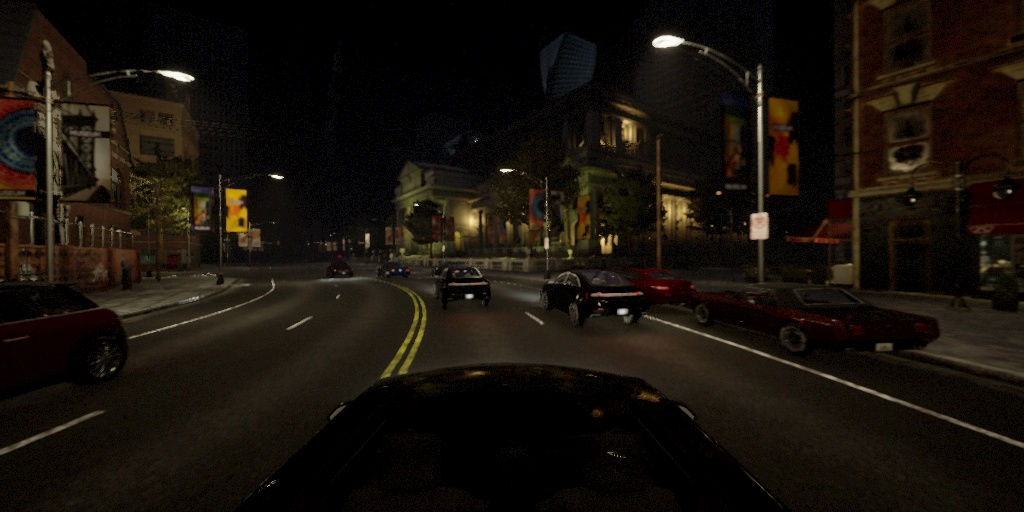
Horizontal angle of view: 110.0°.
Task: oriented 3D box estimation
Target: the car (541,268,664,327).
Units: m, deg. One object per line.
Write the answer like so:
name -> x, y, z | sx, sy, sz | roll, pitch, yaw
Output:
car -> 2.310, 1.177, 11.374 | 2.128, 1.511, 4.902 | 0, 0, -11

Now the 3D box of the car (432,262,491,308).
car -> -2.169, 1.198, 14.981 | 2.128, 1.511, 4.902 | 0, 0, -16

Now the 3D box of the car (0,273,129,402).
car -> -7.364, 1.153, 4.025 | 2.097, 1.767, 4.553 | -1, 0, -6

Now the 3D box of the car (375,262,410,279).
car -> -10.748, 1.245, 32.110 | 2.033, 1.411, 5.357 | -1, 0, -34

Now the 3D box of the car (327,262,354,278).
car -> -16.339, 1.262, 33.962 | 1.812, 1.442, 4.674 | -1, 0, -34

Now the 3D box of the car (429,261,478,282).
car -> -4.907, 1.209, 29.522 | 2.033, 1.411, 5.357 | -1, 0, -32
